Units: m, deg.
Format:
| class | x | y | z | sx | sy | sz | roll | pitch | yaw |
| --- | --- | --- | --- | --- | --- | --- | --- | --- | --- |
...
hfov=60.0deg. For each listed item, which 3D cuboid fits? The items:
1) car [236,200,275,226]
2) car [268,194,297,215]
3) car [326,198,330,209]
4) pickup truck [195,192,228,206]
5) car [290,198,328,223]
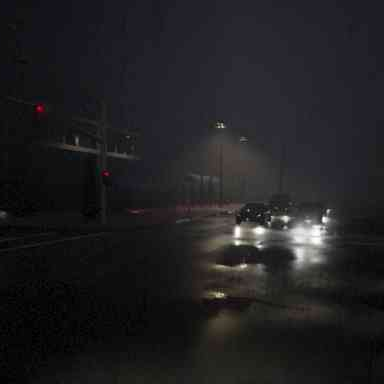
| class | x | y | z | sx | sy | sz | roll | pitch | yaw |
| --- | --- | --- | --- | --- | --- | --- | --- | --- | --- |
| car | 4.542 | 1.523 | 23.994 | 1.812 | 1.442 | 4.674 | 0 | 0 | 23 |
| car | 9.327 | 1.220 | 34.879 | 2.150 | 2.045 | 5.566 | 0 | 0 | 24 |
| car | 13.200 | 1.597 | 34.997 | 1.895 | 1.301 | 4.718 | 0 | 0 | 24 |
| pickup truck | 2.979 | 1.053 | 52.866 | 6.274 | 2.098 | 2.390 | 0 | 0 | -36 |
| car | 9.142 | 1.489 | 25.759 | 2.128 | 1.511 | 4.902 | 0 | 0 | 23 |
